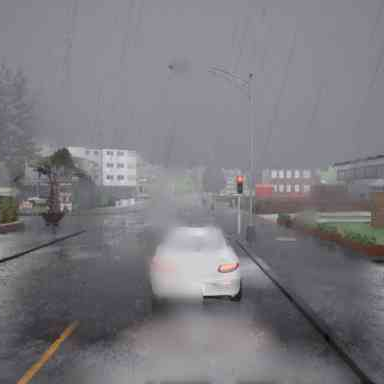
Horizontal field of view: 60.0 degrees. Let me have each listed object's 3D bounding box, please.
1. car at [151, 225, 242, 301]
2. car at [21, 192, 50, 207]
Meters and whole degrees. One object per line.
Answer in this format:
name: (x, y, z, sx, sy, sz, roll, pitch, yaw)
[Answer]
car: (0.082, 1.526, 8.170, 1.812, 1.442, 4.674, 0, 0, 0)
car: (-19.838, 0.986, 42.815, 1.905, 1.878, 3.866, 0, 0, 35)
